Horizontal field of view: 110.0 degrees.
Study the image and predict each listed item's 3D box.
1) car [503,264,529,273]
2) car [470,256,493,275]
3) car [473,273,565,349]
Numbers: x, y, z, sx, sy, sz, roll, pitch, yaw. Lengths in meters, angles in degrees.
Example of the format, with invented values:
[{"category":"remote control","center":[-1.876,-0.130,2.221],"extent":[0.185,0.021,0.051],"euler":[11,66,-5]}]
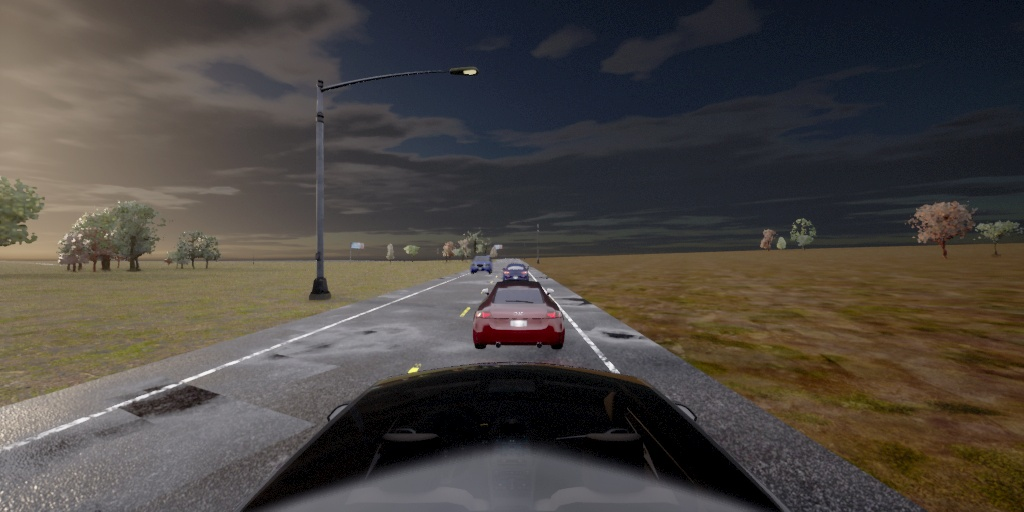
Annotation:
[{"category":"car","center":[0.289,1.278,26.450],"extent":[1.812,1.442,4.674],"euler":[0,0,1]},{"category":"car","center":[-3.309,0.973,40.035],"extent":[2.150,2.045,5.566],"euler":[0,0,0]},{"category":"car","center":[0.155,1.315,9.159],"extent":[1.994,1.385,4.181],"euler":[0,0,1]}]
